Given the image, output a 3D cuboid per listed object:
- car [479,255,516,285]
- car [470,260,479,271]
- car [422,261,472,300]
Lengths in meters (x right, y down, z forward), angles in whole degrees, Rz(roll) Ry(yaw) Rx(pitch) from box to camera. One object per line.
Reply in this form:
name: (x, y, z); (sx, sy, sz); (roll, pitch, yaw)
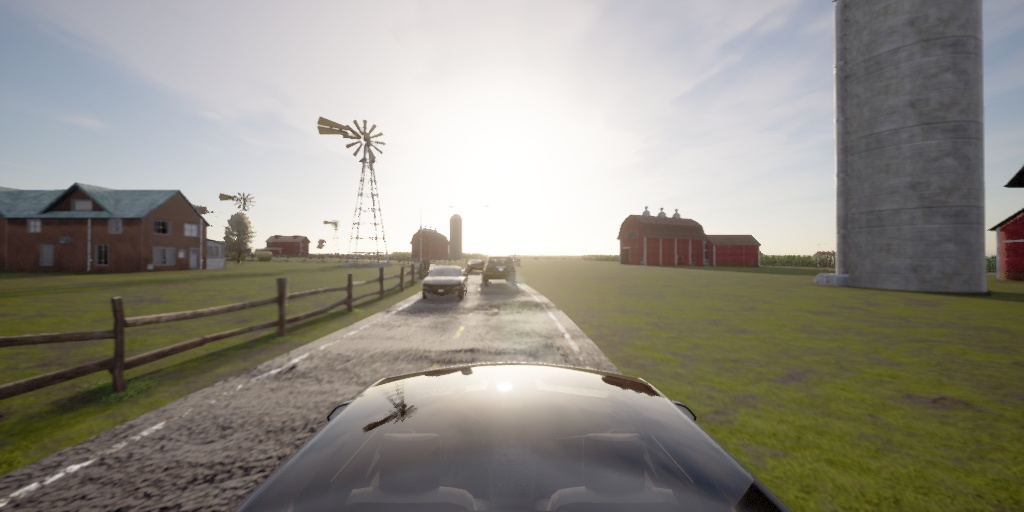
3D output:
car: (-1.028, 0.962, 25.868); (2.150, 2.045, 5.566); (0, 0, -7)
car: (-4.612, 1.191, 44.869); (1.882, 1.535, 5.008); (0, 0, -14)
car: (-3.233, 1.221, 17.971); (1.882, 1.535, 5.008); (0, 0, -4)
